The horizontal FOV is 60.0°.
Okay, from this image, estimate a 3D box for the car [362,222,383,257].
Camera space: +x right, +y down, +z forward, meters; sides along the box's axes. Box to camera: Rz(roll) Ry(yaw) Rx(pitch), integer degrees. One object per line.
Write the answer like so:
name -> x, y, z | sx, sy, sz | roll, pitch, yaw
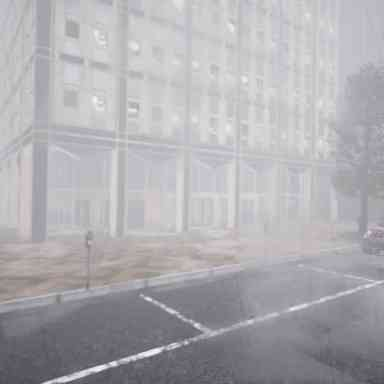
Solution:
car -> 8.062, 1.548, 12.296 | 4.097, 1.590, 1.967 | 1, 0, -35
